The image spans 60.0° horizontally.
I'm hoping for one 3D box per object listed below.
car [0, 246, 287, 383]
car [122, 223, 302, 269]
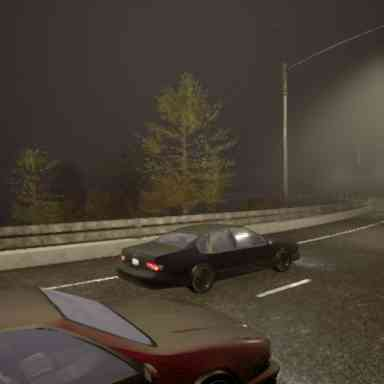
[{"bbox_3d":[-1.682,1.569,2.631,5.357,1.411,2.033,0,0,-36],"label":"car"},{"bbox_3d":[0.702,1.559,8.868,5.357,1.411,2.033,0,0,-39],"label":"car"}]
